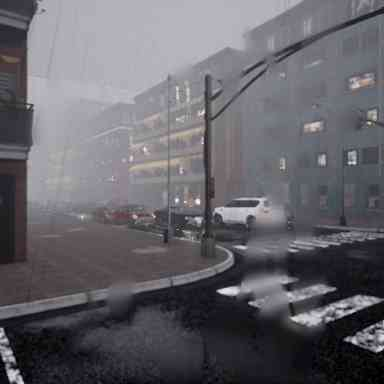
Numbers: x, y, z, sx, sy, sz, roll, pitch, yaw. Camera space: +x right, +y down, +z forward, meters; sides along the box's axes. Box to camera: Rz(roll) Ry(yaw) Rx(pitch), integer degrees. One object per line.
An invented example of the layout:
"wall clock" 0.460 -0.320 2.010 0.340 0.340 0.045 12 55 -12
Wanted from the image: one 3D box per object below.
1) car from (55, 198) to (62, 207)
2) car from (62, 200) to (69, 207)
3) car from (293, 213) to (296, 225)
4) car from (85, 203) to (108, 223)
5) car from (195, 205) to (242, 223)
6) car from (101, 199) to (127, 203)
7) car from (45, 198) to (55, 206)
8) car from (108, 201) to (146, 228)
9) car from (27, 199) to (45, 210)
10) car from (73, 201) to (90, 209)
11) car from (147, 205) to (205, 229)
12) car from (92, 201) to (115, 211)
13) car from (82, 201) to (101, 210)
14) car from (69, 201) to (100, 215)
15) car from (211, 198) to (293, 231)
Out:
"car" -26.554 2.433 69.597 2.008 1.369 4.403 -1 0 -35
"car" -23.359 2.380 65.061 1.947 1.339 4.313 -1 0 -35
"car" 5.402 1.642 24.239 1.967 1.590 4.097 -1 0 -35
"car" -7.423 1.906 28.751 1.802 1.307 4.206 -1 0 -35
"car" 2.205 1.852 28.772 1.802 1.307 4.206 -1 0 -35
"car" -10.582 1.858 46.916 2.192 1.841 5.009 -1 0 -35
"car" -32.948 2.332 78.671 2.192 1.841 5.009 -1 0 -35
"car" -4.230 1.696 24.215 1.967 1.590 4.097 -1 0 -35
"car" -26.596 2.173 55.970 1.967 1.590 4.097 -1 0 -35
"car" -20.163 2.329 60.524 1.802 1.307 4.206 -1 0 -35
"car" -0.925 1.724 23.819 2.128 1.511 4.902 0 -1 -35
"car" -13.774 2.162 51.451 2.008 1.369 4.403 -1 0 -35
"car" -16.968 2.262 55.988 1.802 1.307 4.206 -1 0 -35
"car" -13.551 2.067 41.787 1.994 1.385 4.181 0 -1 -35
"car" 3.706 1.414 22.552 2.150 2.045 5.566 0 -1 -36
